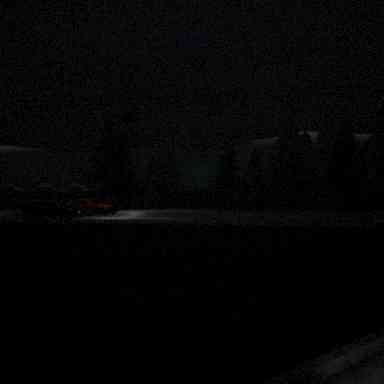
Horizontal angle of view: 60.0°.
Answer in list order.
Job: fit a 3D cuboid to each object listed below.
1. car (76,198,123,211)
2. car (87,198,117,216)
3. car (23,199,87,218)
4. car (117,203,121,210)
[{"bbox_3d":[-10.978,1.472,39.616,4.902,1.511,2.128,0,0,7],"label":"car"},{"bbox_3d":[-10.288,1.460,32.480,5.008,1.535,1.882,0,0,7],"label":"car"},{"bbox_3d":[-12.243,1.474,29.193,4.902,1.511,2.128,0,0,7],"label":"car"},{"bbox_3d":[-10.379,1.507,36.027,4.674,1.442,1.812,0,0,7],"label":"car"}]
